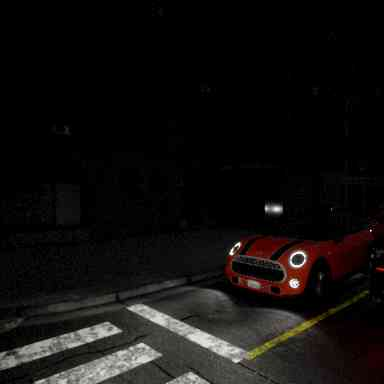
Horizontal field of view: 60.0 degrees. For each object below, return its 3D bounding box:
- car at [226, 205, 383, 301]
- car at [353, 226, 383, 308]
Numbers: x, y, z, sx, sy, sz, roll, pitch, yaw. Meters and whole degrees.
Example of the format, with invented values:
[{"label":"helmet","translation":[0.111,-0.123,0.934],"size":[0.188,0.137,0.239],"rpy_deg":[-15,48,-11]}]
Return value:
[{"label":"car","translation":[2.907,1.323,8.433],"size":[4.553,1.767,2.097],"rpy_deg":[0,0,-43]},{"label":"car","translation":[5.277,1.491,6.778],"size":[4.892,1.490,1.837],"rpy_deg":[0,0,-43]}]
